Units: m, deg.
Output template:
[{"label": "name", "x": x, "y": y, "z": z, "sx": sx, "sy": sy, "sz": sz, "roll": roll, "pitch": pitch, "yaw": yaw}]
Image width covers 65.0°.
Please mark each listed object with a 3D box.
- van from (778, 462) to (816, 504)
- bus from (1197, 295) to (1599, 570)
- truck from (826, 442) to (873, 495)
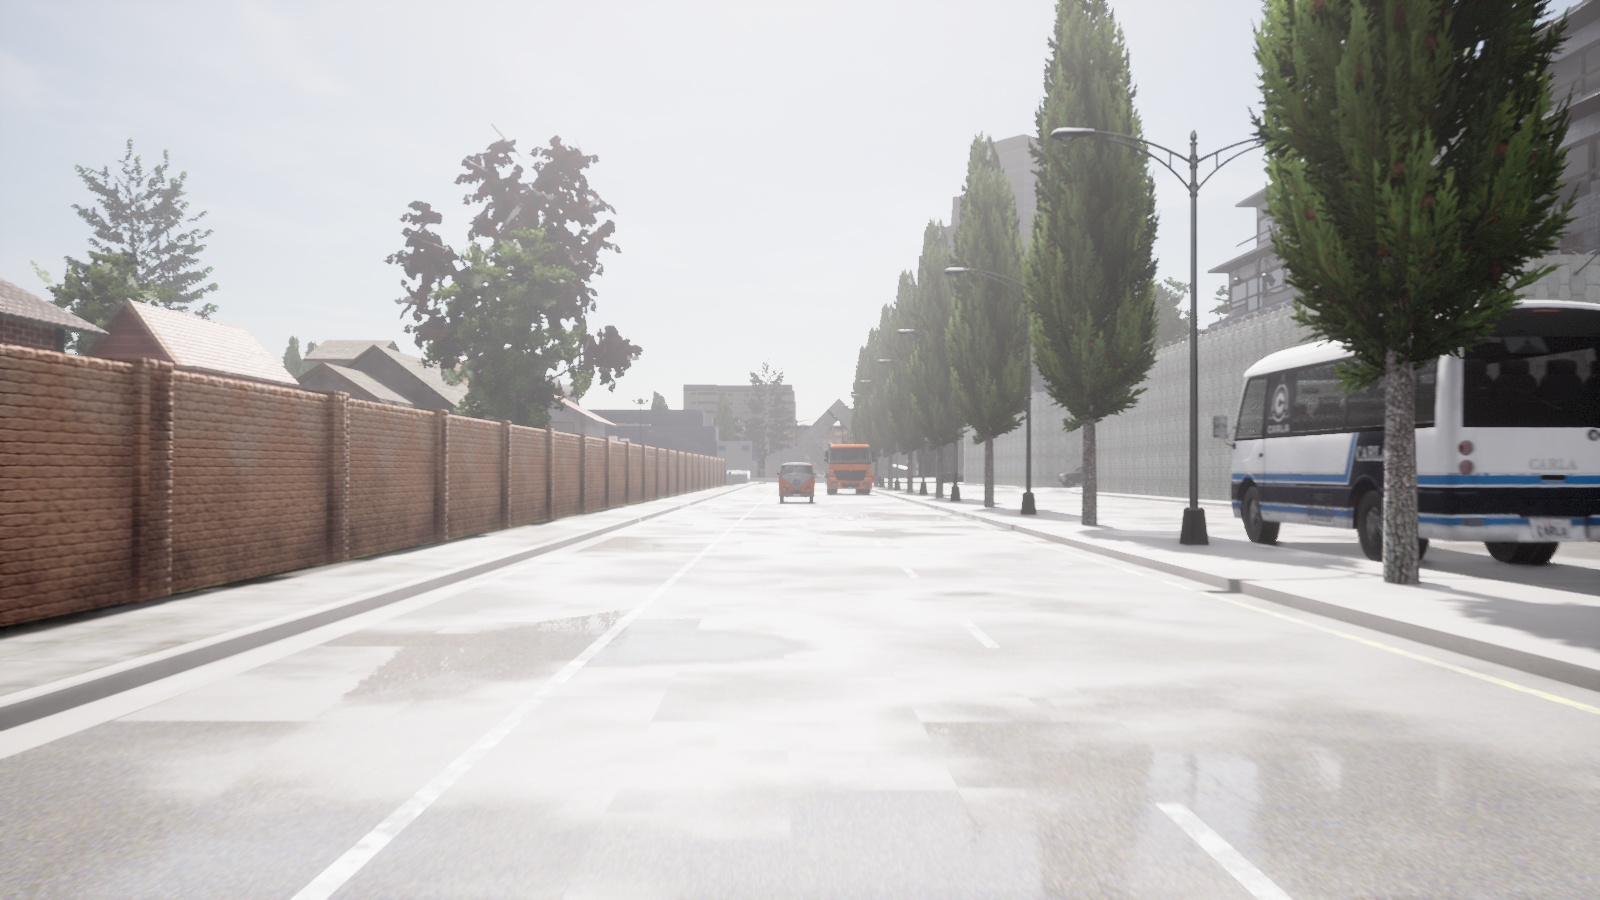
[{"label": "van", "x": -0.150, "y": 1.601, "z": 61.683, "sx": 1.775, "sy": 1.987, "sz": 4.442, "roll": 0, "pitch": -1, "yaw": 0}, {"label": "bus", "x": 11.434, "y": -0.197, "z": 24.657, "sx": 3.944, "sy": 4.253, "sz": 10.273, "roll": 0, "pitch": -1, "yaw": 0}, {"label": "truck", "x": 3.289, "y": 1.256, "z": 85.792, "sx": 2.891, "sy": 3.462, "sz": 7.936, "roll": 0, "pitch": -1, "yaw": 0}]
